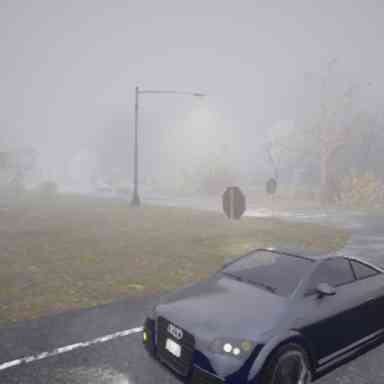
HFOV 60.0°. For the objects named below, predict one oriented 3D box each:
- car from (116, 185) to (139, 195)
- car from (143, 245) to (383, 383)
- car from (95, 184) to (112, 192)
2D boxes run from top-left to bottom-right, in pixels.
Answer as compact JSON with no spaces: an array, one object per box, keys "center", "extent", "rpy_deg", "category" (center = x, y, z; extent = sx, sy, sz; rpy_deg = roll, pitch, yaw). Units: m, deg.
[{"center":[-10.175,-0.325,52.391],"extent":[2.033,1.411,5.357],"rpy_deg":[0,2,-36],"category":"car"},{"center":[1.413,1.543,4.877],"extent":[4.181,1.385,1.994],"rpy_deg":[0,0,-35],"category":"car"},{"center":[-16.253,-0.683,60.857],"extent":[1.812,1.442,4.674],"rpy_deg":[0,2,-36],"category":"car"}]
